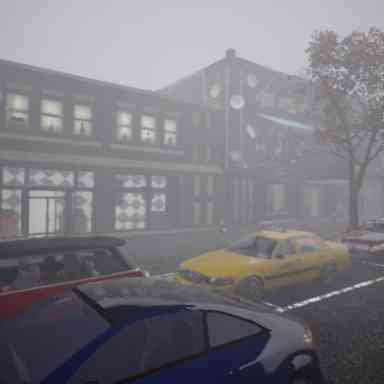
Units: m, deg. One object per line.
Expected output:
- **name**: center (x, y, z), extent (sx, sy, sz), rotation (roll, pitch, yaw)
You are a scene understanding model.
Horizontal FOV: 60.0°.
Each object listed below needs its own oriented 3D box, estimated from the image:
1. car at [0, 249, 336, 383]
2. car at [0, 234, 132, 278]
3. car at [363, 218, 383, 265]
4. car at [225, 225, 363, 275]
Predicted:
- **car**: center (-0.758, 1.562, 2.840), extent (4.181, 1.385, 1.994), rotation (0, 0, -35)
- **car**: center (-2.607, 1.440, 4.683), extent (4.097, 1.590, 1.967), rotation (0, 1, -35)
- **car**: center (6.583, 1.565, 11.237), extent (4.206, 1.307, 1.802), rotation (0, 1, -35)
- **car**: center (1.850, 1.517, 7.862), extent (4.829, 1.417, 1.752), rotation (0, 1, -35)
